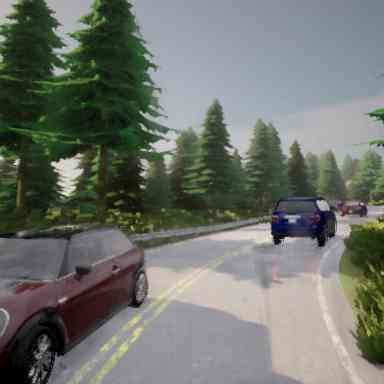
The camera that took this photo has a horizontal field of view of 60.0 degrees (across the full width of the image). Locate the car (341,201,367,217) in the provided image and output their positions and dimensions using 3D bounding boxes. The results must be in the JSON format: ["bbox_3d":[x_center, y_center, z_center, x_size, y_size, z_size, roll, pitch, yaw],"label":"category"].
[{"bbox_3d":[15.532,1.597,31.850,1.812,1.442,4.674,-2,-1,33],"label":"car"}]

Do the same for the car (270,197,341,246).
[{"bbox_3d":[5.372,1.258,15.702,2.150,2.045,5.566,-2,-1,30],"label":"car"}]

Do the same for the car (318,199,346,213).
[{"bbox_3d":[16.867,1.695,40.000,2.128,1.511,4.902,-3,-1,34],"label":"car"}]

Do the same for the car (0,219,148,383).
[{"bbox_3d":[-2.372,1.382,5.307,2.097,1.767,4.553,0,-1,13],"label":"car"}]
